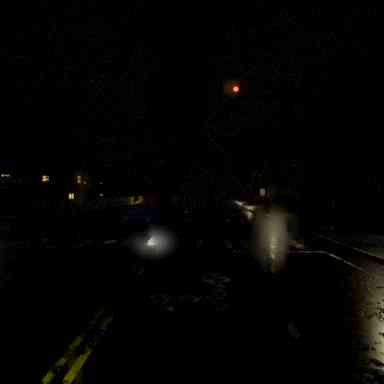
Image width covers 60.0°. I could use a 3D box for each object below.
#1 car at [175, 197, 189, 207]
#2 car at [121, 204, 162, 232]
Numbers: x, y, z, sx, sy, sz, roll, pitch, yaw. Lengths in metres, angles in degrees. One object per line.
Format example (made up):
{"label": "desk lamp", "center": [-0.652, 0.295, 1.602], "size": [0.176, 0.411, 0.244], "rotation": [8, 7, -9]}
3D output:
{"label": "car", "center": [-1.568, 1.628, 53.081], "size": [1.837, 1.490, 4.892], "rotation": [0, 0, 3]}
{"label": "car", "center": [-2.964, 1.506, 20.393], "size": [1.882, 1.535, 5.008], "rotation": [0, 0, 1]}
